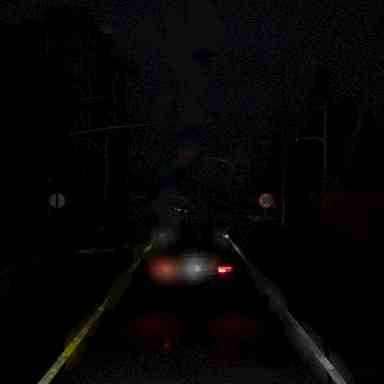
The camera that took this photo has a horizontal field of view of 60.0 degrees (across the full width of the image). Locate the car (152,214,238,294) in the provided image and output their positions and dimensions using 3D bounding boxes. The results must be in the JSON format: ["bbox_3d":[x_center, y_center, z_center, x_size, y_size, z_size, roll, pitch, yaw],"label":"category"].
[{"bbox_3d":[0.074,1.547,8.941,2.033,1.411,5.357,0,0,0],"label":"car"}]

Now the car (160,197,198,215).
[{"bbox_3d":[-1.480,1.504,31.915,1.837,1.490,4.892,-1,0,-23],"label":"car"}]

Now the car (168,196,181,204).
[{"bbox_3d":[-3.427,1.491,65.207,2.128,1.511,4.902,0,0,1],"label":"car"}]
